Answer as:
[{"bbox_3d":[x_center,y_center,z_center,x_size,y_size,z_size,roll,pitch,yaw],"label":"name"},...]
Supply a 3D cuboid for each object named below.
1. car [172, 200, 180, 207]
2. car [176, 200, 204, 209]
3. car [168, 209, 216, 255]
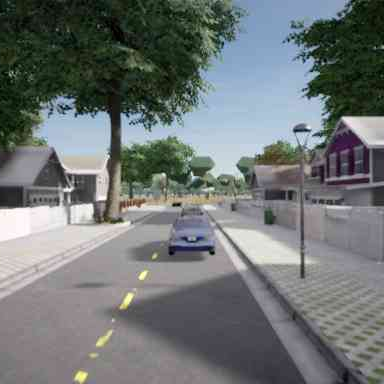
[{"bbox_3d":[-2.761,2.173,61.863,1.895,1.301,4.718,0,-1,0],"label":"car"},{"bbox_3d":[0.000,1.767,29.292,2.128,1.511,4.902,0,0,0],"label":"car"},{"bbox_3d":[-0.001,1.680,13.987,2.033,1.411,5.357,0,-1,0],"label":"car"}]
